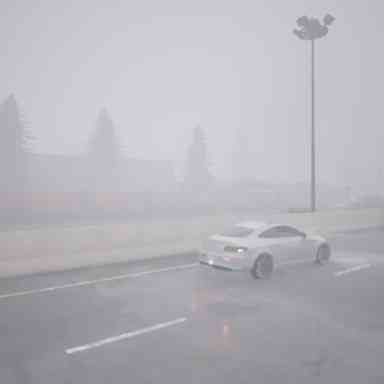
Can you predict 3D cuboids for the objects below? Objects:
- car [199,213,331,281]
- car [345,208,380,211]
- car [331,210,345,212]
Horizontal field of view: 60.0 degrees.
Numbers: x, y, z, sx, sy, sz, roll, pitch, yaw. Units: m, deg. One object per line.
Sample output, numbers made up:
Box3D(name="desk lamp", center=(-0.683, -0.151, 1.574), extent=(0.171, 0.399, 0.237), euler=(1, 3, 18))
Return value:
Box3D(name="car", center=(2.316, 1.585, 10.081), extent=(4.674, 1.442, 1.812), euler=(0, 0, -38))
Box3D(name="car", center=(20.036, 1.429, 37.686), extent=(5.566, 2.045, 2.150), euler=(1, -1, -38))
Box3D(name="car", center=(18.938, 1.787, 41.267), extent=(4.674, 1.442, 1.812), euler=(0, 0, -38))
